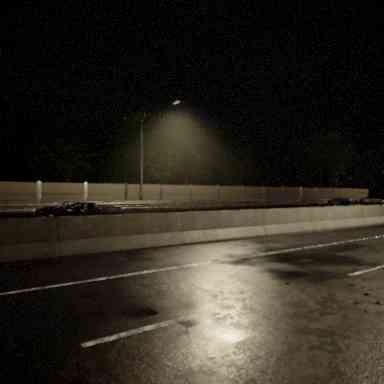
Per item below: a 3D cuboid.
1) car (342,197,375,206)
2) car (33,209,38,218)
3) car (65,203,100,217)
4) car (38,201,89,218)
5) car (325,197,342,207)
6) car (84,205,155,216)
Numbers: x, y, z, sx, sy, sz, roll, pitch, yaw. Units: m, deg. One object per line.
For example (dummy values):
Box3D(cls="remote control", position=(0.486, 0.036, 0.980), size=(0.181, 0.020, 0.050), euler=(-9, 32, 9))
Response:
Box3D(cls="car", position=(23.850, 1.715, 46.917), size=(4.902, 1.511, 2.128), euler=(0, 0, -35))
Box3D(cls="car", position=(-10.102, 1.521, 26.888), size=(4.902, 1.511, 2.128), euler=(0, 0, -36))
Box3D(cls="car", position=(-5.591, 1.595, 21.507), size=(4.181, 1.385, 1.994), euler=(0, 0, -36))
Box3D(cls="car", position=(-8.121, 1.534, 24.003), size=(4.892, 1.490, 1.837), euler=(1, 0, -36))
Box3D(cls="car", position=(21.954, 1.577, 49.858), size=(4.553, 1.767, 2.097), euler=(0, 0, -35))
Box3D(cls="car", position=(-3.512, 1.595, 18.691), size=(4.181, 1.385, 1.994), euler=(0, 0, -36))
